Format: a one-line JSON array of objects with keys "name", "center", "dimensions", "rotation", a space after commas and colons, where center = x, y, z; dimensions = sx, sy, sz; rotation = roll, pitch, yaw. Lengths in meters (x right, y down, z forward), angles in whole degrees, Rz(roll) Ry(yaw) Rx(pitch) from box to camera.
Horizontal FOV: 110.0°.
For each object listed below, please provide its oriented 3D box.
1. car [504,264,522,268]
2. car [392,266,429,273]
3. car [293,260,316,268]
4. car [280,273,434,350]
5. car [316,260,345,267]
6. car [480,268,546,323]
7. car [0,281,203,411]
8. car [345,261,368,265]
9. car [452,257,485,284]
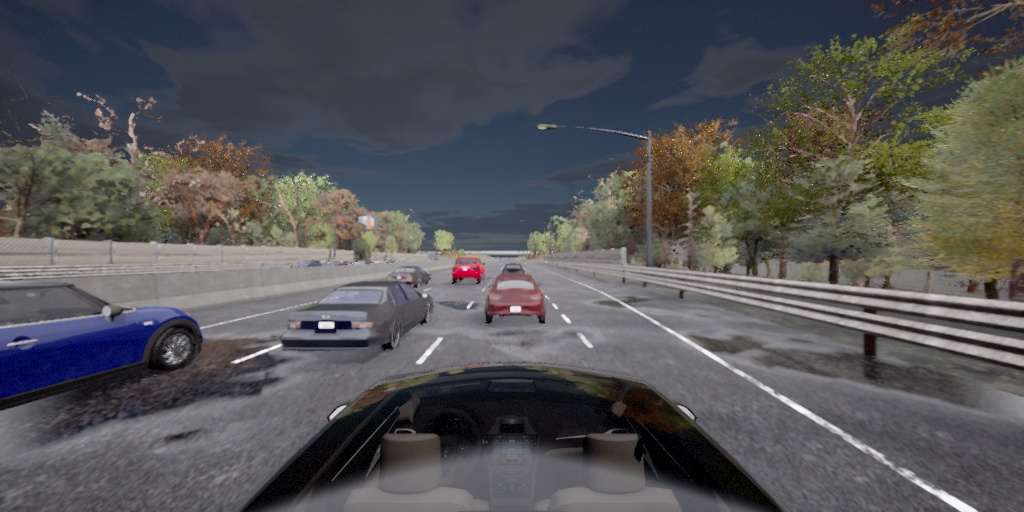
[{"name": "car", "center": [0.103, 1.371, 29.616], "dimensions": [1.837, 1.490, 4.892], "rotation": [0, 0, 0]}, {"name": "car", "center": [-6.897, 1.389, 24.407], "dimensions": [2.033, 1.411, 5.357], "rotation": [0, 0, 0]}, {"name": "car", "center": [-28.057, 1.314, 49.391], "dimensions": [2.097, 1.767, 4.553], "rotation": [0, 0, 0]}, {"name": "car", "center": [-3.398, 1.325, 9.072], "dimensions": [2.033, 1.411, 5.357], "rotation": [0, 0, 0]}, {"name": "car", "center": [-24.557, 1.456, 49.903], "dimensions": [2.128, 1.511, 4.902], "rotation": [0, 0, 0]}, {"name": "car", "center": [0.101, 1.316, 12.216], "dimensions": [1.812, 1.442, 4.674], "rotation": [0, 0, 0]}, {"name": "car", "center": [-6.902, 1.114, 4.878], "dimensions": [2.097, 1.767, 4.553], "rotation": [0, 0, 0]}, {"name": "car", "center": [-21.058, 1.491, 50.117], "dimensions": [1.812, 1.442, 4.674], "rotation": [0, 0, 0]}, {"name": "car", "center": [-3.398, 1.083, 28.671], "dimensions": [2.150, 2.045, 5.566], "rotation": [0, 0, 0]}]
